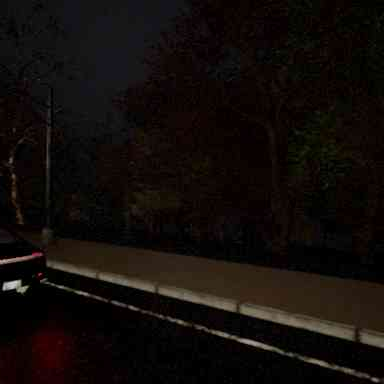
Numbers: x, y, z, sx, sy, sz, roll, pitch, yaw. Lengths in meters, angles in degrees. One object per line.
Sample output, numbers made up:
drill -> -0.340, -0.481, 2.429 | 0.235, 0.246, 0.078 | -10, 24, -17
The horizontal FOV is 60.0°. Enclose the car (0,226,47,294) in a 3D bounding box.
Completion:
car -> -5.195, 1.444, 7.384 | 4.902, 1.511, 2.128 | 0, 0, 35
